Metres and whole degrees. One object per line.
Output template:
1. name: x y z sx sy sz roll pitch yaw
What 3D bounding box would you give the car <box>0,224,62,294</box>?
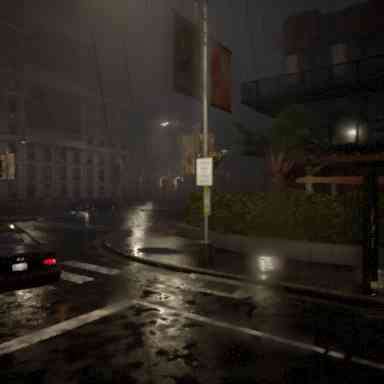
1. car: -5.183 1.546 8.474 2.033 1.411 5.357 0 0 -44

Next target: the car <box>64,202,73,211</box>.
1. car: -13.295 1.472 41.035 1.882 1.535 5.008 0 0 35

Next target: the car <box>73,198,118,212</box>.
1. car: -10.797 1.500 38.493 1.837 1.490 4.892 0 0 36
